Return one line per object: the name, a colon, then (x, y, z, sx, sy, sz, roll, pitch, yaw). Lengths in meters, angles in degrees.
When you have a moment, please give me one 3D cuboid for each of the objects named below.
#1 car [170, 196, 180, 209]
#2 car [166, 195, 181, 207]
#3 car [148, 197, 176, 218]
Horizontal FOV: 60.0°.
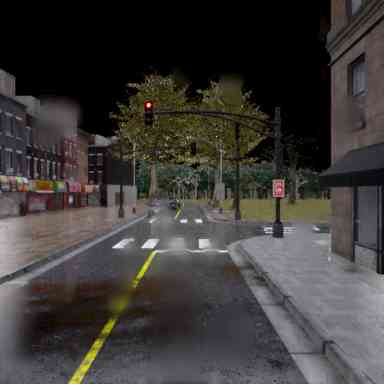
car: (-2.942, 1.612, 43.443, 2.033, 1.411, 5.357, 0, 0, 0)
car: (-2.979, 1.445, 54.106, 2.097, 1.767, 4.553, 0, 0, 0)
car: (-2.917, 1.520, 30.666, 2.128, 1.511, 4.902, 0, 0, 0)
